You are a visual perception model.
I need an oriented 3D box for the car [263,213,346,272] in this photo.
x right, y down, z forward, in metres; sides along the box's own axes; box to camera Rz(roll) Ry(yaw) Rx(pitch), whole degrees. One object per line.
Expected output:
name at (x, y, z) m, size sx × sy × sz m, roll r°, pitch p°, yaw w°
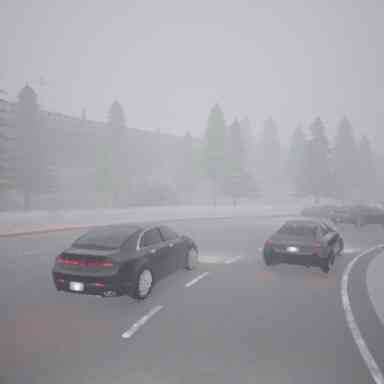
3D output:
car at (3.887, 1.635, 11.341) m, size 1.994 × 1.385 × 4.181 m, roll 0°, pitch 0°, yaw 29°

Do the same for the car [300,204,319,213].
car at (12.247, 1.772, 31.145) m, size 4.181 × 1.385 × 1.994 m, roll 1°, pitch 0°, yaw -22°

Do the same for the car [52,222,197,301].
car at (-1.350, 1.520, 8.540) m, size 1.837 × 1.490 × 4.892 m, roll 0°, pitch 0°, yaw 20°

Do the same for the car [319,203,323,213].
car at (13.650, 1.704, 28.002) m, size 4.902 × 1.511 × 2.128 m, roll 1°, pitch 0°, yaw -22°

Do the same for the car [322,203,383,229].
car at (11.825, 1.672, 23.131) m, size 4.902 × 1.511 × 2.128 m, roll 1°, pitch 0°, yaw -27°
